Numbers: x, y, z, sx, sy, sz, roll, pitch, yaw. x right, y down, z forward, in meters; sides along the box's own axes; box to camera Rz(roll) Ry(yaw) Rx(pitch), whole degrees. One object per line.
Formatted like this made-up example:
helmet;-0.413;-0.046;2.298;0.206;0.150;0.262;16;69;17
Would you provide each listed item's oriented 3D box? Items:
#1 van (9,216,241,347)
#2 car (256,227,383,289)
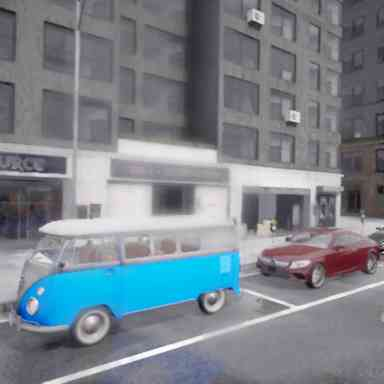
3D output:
van;-0.934;1.371;6.085;3.998;1.788;1.690;1;0;-35
car;3.684;1.673;9.375;4.206;1.307;1.802;1;0;-35
